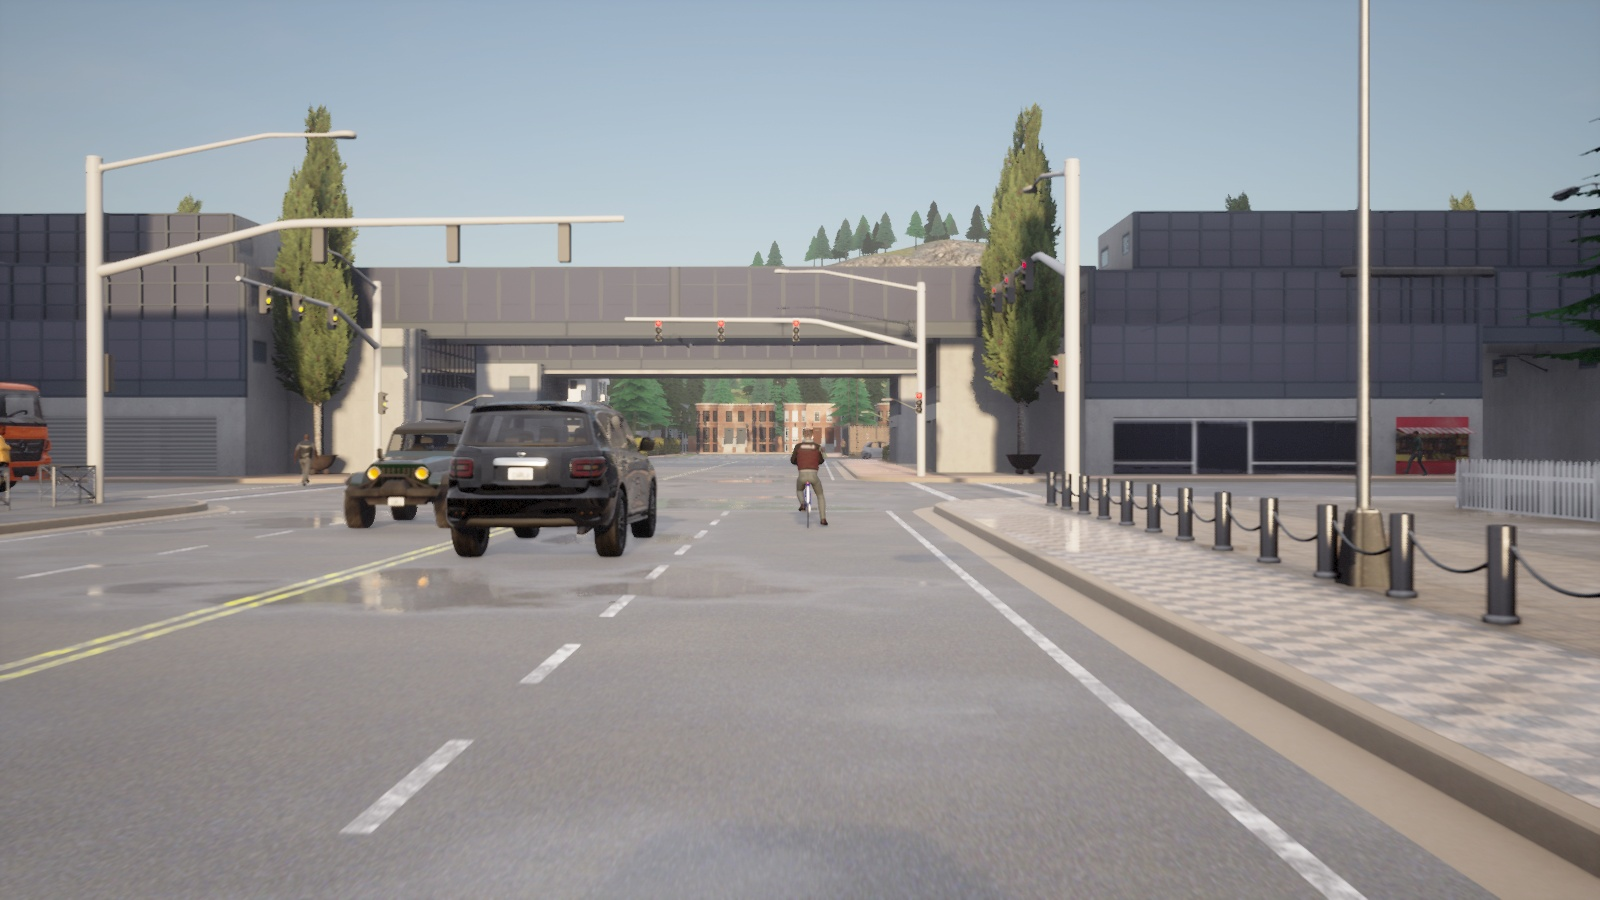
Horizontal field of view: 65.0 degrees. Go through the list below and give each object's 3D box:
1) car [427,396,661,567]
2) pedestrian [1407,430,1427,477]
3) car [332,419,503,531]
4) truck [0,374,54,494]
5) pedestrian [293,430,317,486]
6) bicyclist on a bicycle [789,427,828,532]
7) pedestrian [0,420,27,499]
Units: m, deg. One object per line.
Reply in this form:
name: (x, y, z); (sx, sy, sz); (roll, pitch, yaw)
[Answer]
car: (-3.383, 0.362, 17.857); (2.150, 2.045, 5.566); (0, 0, 0)
pedestrian: (24.420, 0.145, 49.706); (0.614, 1.847, 0.353); (0, 0, -2)
car: (-6.855, 0.407, 22.953); (1.905, 1.878, 3.866); (0, 0, 1)
truck: (-27.106, -0.469, 37.569); (7.936, 3.462, 2.891); (0, 0, 2)
pedestrian: (-16.732, 0.272, 42.480); (0.563, 1.883, 0.849); (0, 0, -7)
bicyclist on a bicycle: (0.141, 0.492, 22.136); (0.659, 1.776, 1.843); (0, 1, 0)
pedestrian: (-19.057, 0.222, 29.771); (0.900, 1.855, 0.874); (0, 0, -1)
